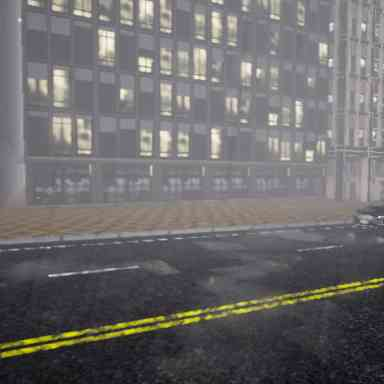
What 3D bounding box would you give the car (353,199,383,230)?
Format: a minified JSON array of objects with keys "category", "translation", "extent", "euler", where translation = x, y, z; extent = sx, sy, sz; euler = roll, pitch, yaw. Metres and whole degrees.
[{"category":"car","translation":[9.709,1.024,15.541],"extent":[4.902,1.511,2.128],"euler":[0,3,-26]}]
